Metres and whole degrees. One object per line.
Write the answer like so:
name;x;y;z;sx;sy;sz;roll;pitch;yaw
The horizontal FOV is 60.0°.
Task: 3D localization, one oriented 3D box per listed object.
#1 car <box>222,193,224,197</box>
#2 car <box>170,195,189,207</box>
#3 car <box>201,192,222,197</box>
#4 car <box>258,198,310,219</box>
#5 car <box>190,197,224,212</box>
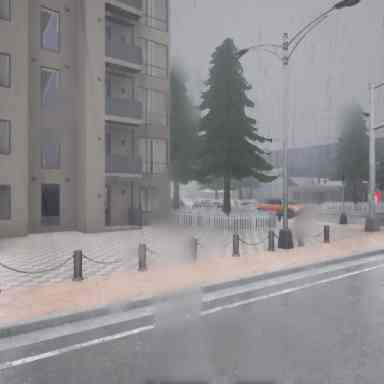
car;7.475;1.092;94.733;1.905;1.878;3.866;0;0;-37
car;-3.253;1.563;50.387;2.033;1.411;5.357;0;0;-37
car;5.388;1.113;92.669;1.932;1.855;4.605;0;0;-37
car;8.048;1.367;29.368;2.097;1.767;4.553;0;0;-37
car;1.838;1.579;37.576;1.994;1.385;4.181;0;0;-37
